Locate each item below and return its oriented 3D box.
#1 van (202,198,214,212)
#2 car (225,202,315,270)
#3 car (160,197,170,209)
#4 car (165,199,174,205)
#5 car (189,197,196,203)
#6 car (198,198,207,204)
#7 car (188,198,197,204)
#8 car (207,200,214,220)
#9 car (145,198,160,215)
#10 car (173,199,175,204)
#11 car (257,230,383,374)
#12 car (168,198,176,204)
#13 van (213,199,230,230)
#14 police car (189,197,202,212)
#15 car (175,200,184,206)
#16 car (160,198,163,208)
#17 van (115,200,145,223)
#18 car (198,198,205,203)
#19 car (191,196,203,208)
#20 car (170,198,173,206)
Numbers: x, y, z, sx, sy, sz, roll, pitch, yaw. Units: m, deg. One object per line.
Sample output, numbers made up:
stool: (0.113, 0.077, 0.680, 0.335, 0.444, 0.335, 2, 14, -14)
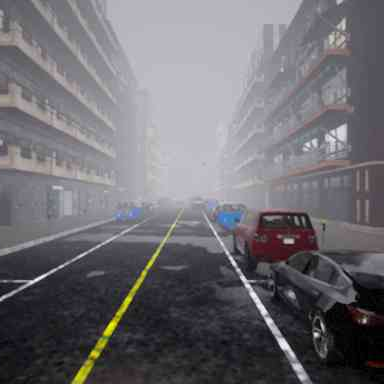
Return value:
van: (2.611, 1.758, 44.556, 1.690, 1.788, 3.998, 1, -1, 0)
car: (2.586, 1.422, 11.263, 2.192, 1.841, 5.009, 1, -1, 0)
car: (-5.261, 1.958, 55.640, 1.967, 1.590, 4.097, 1, -1, 0)
car: (-5.246, 2.303, 77.833, 1.802, 1.307, 4.206, 1, -1, 0)
car: (0.075, 2.230, 95.464, 1.882, 1.535, 5.008, 0, -1, 0)
car: (2.641, 2.211, 83.398, 1.967, 1.590, 4.097, 1, -1, 0)
car: (0.063, 2.157, 80.464, 2.033, 1.411, 5.357, 0, -1, 0)
car: (2.597, 1.703, 27.909, 1.967, 1.590, 4.097, 1, -1, 0)
car: (-5.274, 1.806, 38.993, 1.967, 1.590, 4.097, 1, -1, 0)
car: (-5.251, 1.935, 66.739, 2.192, 1.841, 5.009, 1, -1, 0)
car: (2.578, 1.621, 5.712, 1.947, 1.339, 4.313, 1, -1, 0)
car: (-5.237, 2.345, 88.761, 1.752, 1.417, 4.829, 1, -1, 0)
van: (2.594, 1.552, 22.361, 1.690, 1.788, 3.998, 1, -1, 0)
police car: (0.861, 1.850, 45.467, 1.930, 1.638, 5.238, 0, -1, 0)
car: (-2.695, 2.253, 70.955, 1.895, 1.301, 4.718, 0, -1, 0)
car: (-5.271, 1.940, 44.371, 1.752, 1.417, 4.829, 1, -1, 0)
van: (-5.282, 1.604, 27.896, 1.690, 1.788, 3.998, 1, -1, 0)
car: (2.648, 2.398, 94.665, 1.752, 1.417, 4.829, 1, -1, 0)
car: (0.873, 1.796, 61.390, 2.150, 2.045, 5.566, 0, -1, 0)
car: (-5.256, 1.884, 61.190, 2.192, 1.841, 5.009, 1, -1, 0)
